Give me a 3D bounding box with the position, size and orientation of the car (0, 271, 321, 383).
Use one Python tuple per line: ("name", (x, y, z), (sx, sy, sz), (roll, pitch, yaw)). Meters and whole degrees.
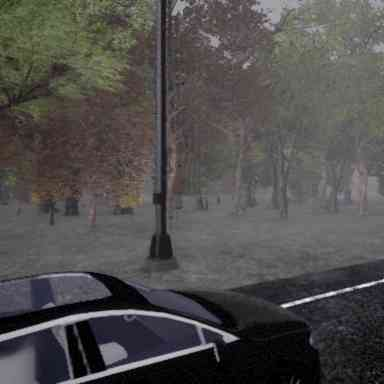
("car", (-0.906, 1.492, 2.848), (4.902, 1.511, 2.128), (0, 0, -34))
